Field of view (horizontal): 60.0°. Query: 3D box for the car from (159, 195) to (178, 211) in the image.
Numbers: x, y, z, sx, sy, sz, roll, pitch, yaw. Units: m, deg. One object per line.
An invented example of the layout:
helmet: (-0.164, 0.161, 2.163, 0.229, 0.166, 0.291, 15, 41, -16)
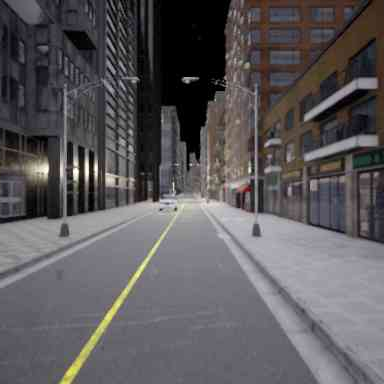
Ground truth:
car: (-3.020, 1.349, 42.964, 2.150, 2.045, 5.566, 0, 0, 0)
